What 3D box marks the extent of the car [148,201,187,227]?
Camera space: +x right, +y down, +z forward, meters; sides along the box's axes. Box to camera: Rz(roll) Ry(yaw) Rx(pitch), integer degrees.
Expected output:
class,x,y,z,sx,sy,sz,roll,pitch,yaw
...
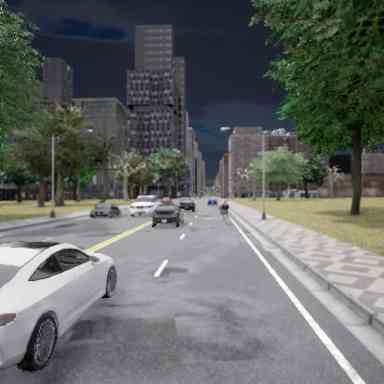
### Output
class,x,y,z,sx,sy,sz,roll,pitch,yaw
car,-1.645,1.622,23.802,1.837,1.490,4.892,0,0,3

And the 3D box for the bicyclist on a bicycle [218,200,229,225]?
class,x,y,z,sx,sy,sz,roll,pitch,yaw
bicyclist on a bicycle,2.451,1.486,24.568,0.659,1.776,1.843,0,0,3

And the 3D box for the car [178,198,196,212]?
class,x,y,z,sx,sy,sz,roll,pitch,yaw
car,-0.548,1.710,42.608,1.882,1.535,5.008,0,0,3

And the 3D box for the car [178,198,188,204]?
class,x,y,z,sx,sy,sz,roll,pitch,yaw
car,-2.071,1.972,74.041,1.812,1.442,4.674,0,0,3

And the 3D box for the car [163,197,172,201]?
class,x,y,z,sx,sy,sz,roll,pitch,yaw
car,-5.461,1.917,71.733,1.882,1.535,5.008,0,0,3

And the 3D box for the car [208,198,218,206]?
class,x,y,z,sx,sy,sz,roll,pitch,yaw
car,3.966,1.849,64.229,1.882,1.535,5.008,0,0,3

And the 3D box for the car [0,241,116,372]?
class,x,y,z,sx,sy,sz,roll,pitch,yaw
car,-2.705,1.555,5.607,1.812,1.442,4.674,0,0,3

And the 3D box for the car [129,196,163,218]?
class,x,y,z,sx,sy,sz,roll,pitch,yaw
car,-4.571,1.397,32.907,2.150,2.045,5.566,0,0,3

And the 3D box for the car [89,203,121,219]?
class,x,y,z,sx,sy,sz,roll,pitch,yaw
car,-7.950,1.732,30.792,1.994,1.385,4.181,0,0,3
